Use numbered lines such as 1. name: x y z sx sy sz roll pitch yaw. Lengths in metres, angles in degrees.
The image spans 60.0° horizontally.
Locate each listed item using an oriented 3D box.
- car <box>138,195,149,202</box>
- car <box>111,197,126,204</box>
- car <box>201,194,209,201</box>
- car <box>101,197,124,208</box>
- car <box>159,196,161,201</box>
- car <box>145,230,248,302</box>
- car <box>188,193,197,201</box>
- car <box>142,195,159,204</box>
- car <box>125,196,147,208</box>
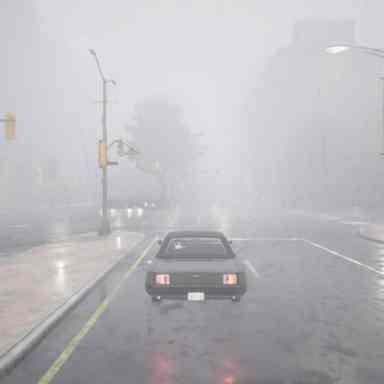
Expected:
1. car: -11.445 1.524 78.612 1.812 1.442 4.674 0 0 0
2. car: -14.702 1.595 66.897 1.895 1.301 4.718 0 0 0
3. car: 3.561 1.519 86.915 2.128 1.511 4.902 0 0 0
4. car: -11.562 1.600 47.445 1.895 1.301 4.718 0 0 0
5. car: -7.944 1.540 78.767 2.033 1.411 5.357 0 0 0
6. car: 0.080 1.601 8.233 1.895 1.301 4.718 0 0 0
7. car: 0.061 1.218 86.531 2.150 2.045 5.566 0 0 0
8. car: -8.005 1.564 63.672 1.994 1.385 4.181 0 0 1
9. car: -7.954 1.600 47.487 1.895 1.301 4.718 0 0 -3
